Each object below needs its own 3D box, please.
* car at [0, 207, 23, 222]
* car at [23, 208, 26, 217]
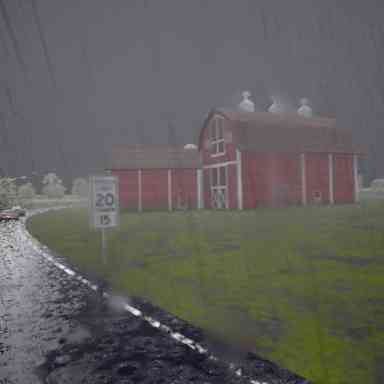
[{"bbox_3d":[-21.960,2.794,40.178,1.994,1.385,4.181,-1,-1,-25],"label":"car"},{"bbox_3d":[-25.900,2.941,49.400,1.882,1.535,5.008,-1,-1,-22],"label":"car"}]
